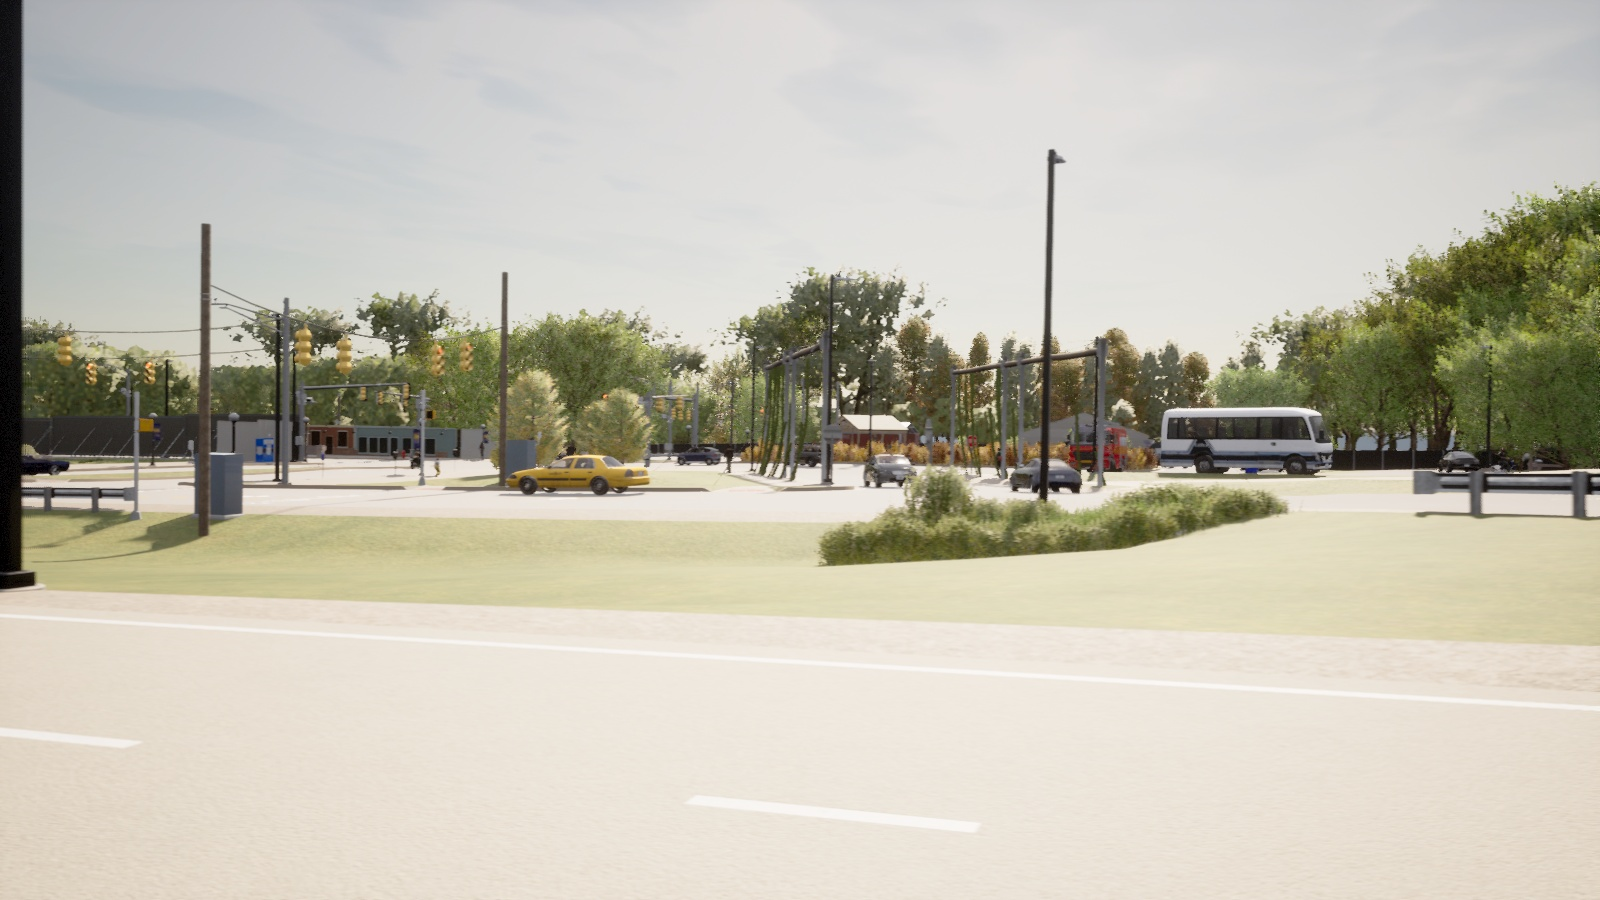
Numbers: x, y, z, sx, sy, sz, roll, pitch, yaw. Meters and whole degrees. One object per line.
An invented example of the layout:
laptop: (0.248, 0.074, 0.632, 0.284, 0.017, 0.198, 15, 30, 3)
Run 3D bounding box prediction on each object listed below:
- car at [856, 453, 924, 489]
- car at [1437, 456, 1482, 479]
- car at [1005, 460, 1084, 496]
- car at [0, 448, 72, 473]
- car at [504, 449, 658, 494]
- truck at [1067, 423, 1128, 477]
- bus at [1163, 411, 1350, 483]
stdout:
car: (4.000, 0.932, 56.429, 2.128, 1.511, 4.902, 1, -1, -7)
car: (43.561, 1.133, 83.016, 1.812, 1.442, 4.674, 1, 1, 17)
car: (9.824, 1.108, 50.780, 1.994, 1.385, 4.181, 1, -1, -6)
car: (-43.688, 0.551, 70.539, 1.895, 1.301, 4.718, 1, 1, 18)
car: (-8.079, 0.769, 46.389, 5.366, 1.575, 1.801, 0, 1, 18)
truck: (22.233, -0.016, 93.482, 2.891, 3.827, 8.468, 1, 0, 23)
bus: (28.555, -0.306, 78.903, 10.273, 4.253, 3.944, 1, 2, 38)
